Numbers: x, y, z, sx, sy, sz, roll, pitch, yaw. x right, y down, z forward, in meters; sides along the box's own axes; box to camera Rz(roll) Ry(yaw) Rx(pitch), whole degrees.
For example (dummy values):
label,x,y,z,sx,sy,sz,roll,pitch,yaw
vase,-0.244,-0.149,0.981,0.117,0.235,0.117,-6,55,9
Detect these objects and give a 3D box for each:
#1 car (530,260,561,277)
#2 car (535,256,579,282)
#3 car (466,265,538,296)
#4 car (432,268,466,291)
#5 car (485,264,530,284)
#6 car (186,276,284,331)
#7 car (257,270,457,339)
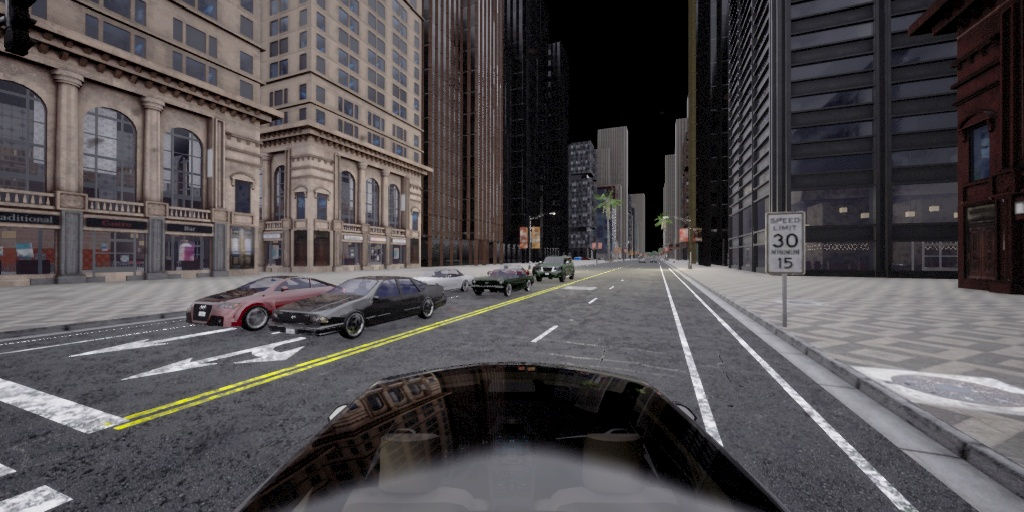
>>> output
label,x,y,z,sx,sy,sz,roll,pitch,yaw
car,3.645,1.250,37.903,1.882,1.535,5.008,0,0,23
car,3.637,0.986,29.324,2.150,2.045,5.566,0,0,22
car,-0.384,1.357,19.412,1.895,1.301,4.718,0,0,22
car,-3.967,1.356,19.227,1.895,1.301,4.718,0,0,22
car,-0.224,1.363,28.459,1.895,1.301,4.718,0,0,22
car,-7.254,1.315,11.106,1.994,1.385,4.181,0,0,22
car,-3.986,1.299,10.525,2.033,1.411,5.357,0,0,22
